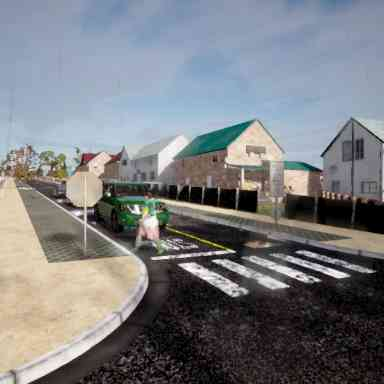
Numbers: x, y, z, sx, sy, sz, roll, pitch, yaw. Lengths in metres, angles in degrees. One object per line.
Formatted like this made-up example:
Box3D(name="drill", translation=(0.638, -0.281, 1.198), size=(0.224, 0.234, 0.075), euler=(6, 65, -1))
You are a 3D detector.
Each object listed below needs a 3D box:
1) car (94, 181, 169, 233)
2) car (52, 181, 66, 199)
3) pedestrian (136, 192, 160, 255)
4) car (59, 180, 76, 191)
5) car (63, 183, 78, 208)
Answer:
Box3D(name="car", translation=(-2.990, 0.529, 15.305), size=(2.150, 2.045, 5.566), euler=(0, 3, -28))
Box3D(name="car", translation=(-12.891, -0.131, 33.510), size=(2.033, 1.411, 5.357), euler=(0, 3, -29))
Box3D(name="pedestrian", translation=(-1.256, 0.874, 9.572), size=(0.375, 1.860, 0.375), euler=(3, -2, -29))
Box3D(name="car", translation=(-19.046, -0.994, 50.756), size=(1.812, 1.442, 4.674), euler=(0, 3, -29))
Box3D(name="car", translation=(-7.971, 0.317, 24.457), size=(1.837, 1.490, 4.892), euler=(0, 3, -28))
